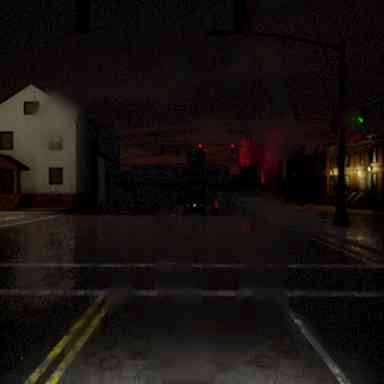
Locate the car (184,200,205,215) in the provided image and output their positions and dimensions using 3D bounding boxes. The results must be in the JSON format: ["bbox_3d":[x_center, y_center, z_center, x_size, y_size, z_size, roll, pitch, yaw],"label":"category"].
[{"bbox_3d":[0.221,1.416,29.722,2.033,1.411,5.357,0,-6,0],"label":"car"}]
